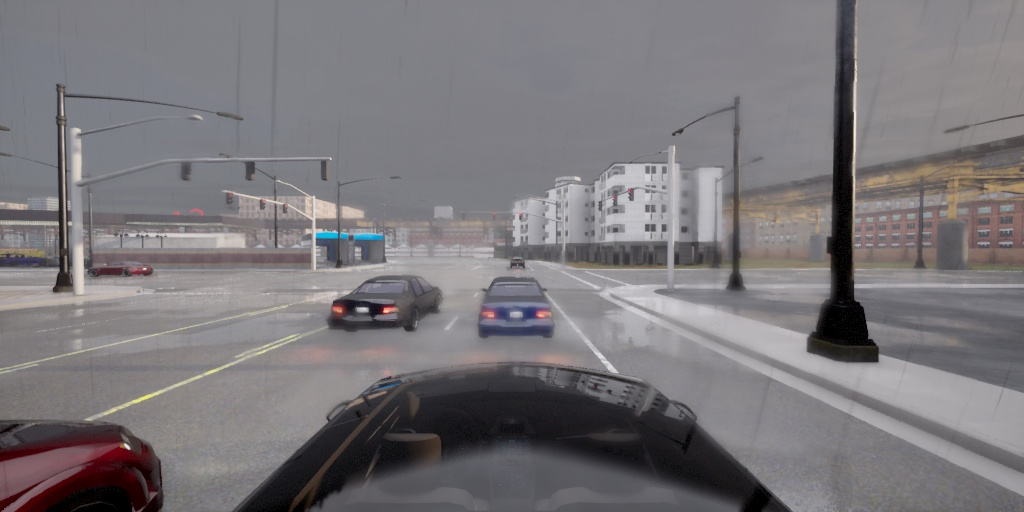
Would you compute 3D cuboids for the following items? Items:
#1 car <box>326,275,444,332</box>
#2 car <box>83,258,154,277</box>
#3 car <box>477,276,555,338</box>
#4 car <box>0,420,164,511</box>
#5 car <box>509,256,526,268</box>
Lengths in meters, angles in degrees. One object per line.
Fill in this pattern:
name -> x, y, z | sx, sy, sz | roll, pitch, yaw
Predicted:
car -> -3.408, 1.273, 10.708 | 2.033, 1.411, 5.357 | 0, 0, 0
car -> -33.753, 1.082, 30.947 | 4.181, 1.385, 1.994 | 0, 1, -1
car -> 0.088, 1.279, 10.107 | 2.033, 1.411, 5.357 | 0, 0, 0
car -> -3.394, 1.314, 0.711 | 1.994, 1.385, 4.181 | 0, 0, -1
car -> 0.695, 0.768, 46.160 | 1.837, 1.490, 4.892 | 0, 1, 0
